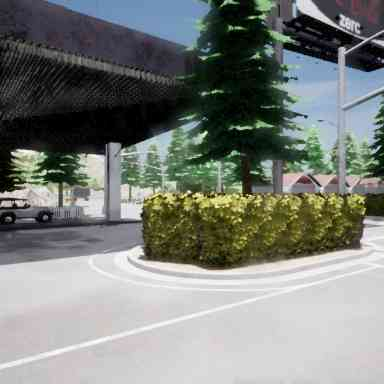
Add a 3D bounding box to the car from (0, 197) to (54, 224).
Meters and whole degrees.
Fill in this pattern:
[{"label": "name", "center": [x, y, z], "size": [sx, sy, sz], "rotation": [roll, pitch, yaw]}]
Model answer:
[{"label": "car", "center": [-11.934, 1.313, 23.504], "size": [3.866, 1.878, 1.905], "rotation": [0, 0, -36]}]
